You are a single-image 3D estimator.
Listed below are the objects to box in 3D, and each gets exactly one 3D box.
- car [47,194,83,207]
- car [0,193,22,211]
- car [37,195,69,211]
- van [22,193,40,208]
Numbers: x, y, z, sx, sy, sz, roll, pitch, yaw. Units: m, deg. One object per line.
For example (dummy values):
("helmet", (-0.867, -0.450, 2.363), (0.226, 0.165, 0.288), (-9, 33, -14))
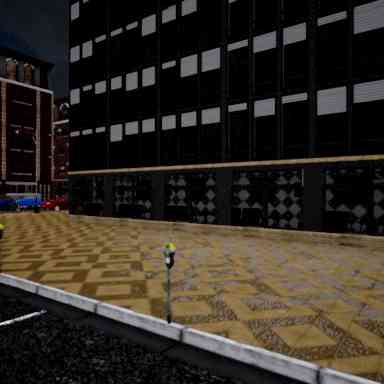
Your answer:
("car", (-16.824, 1.078, 44.269), (1.967, 1.590, 4.097), (1, 1, 35))
("car", (-20.719, 1.123, 34.390), (2.097, 1.767, 4.553), (0, 1, 35))
("car", (-13.582, 1.268, 35.145), (1.887, 1.381, 4.507), (1, 1, 35))
("van", (-20.059, 1.049, 39.628), (1.690, 1.788, 3.998), (1, 1, 35))
